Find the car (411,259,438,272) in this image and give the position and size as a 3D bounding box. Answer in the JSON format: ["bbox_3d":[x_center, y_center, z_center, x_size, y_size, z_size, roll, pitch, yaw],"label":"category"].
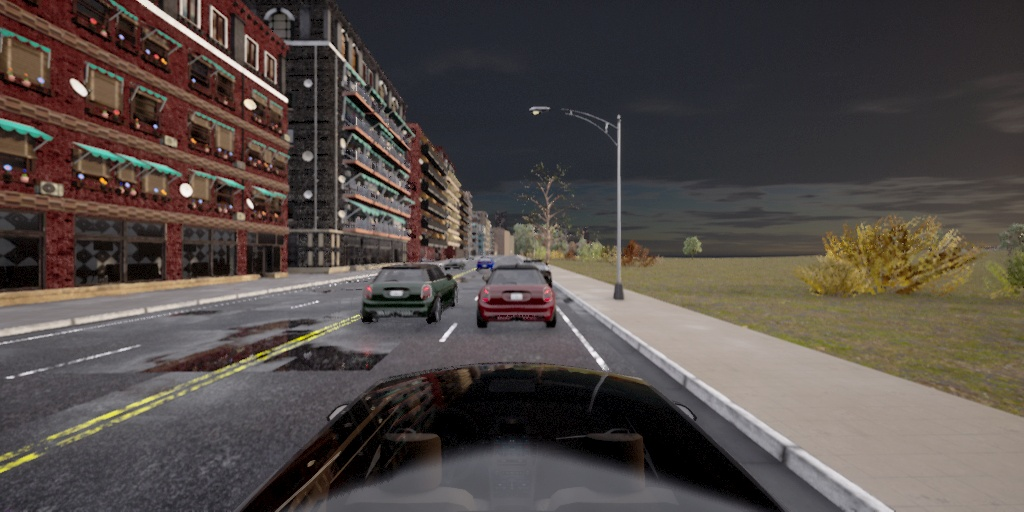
[{"bbox_3d":[-9.732,1.043,40.417,1.895,1.301,4.718,0,0,0],"label":"car"}]

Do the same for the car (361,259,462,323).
[{"bbox_3d":[-3.119,1.023,11.830,2.097,1.767,4.553,0,0,0],"label":"car"}]

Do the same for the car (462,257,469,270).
[{"bbox_3d":[-6.480,1.039,40.825,1.895,1.301,4.718,0,0,0],"label":"car"}]

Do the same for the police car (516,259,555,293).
[{"bbox_3d":[1.195,1.025,20.691,1.930,1.638,5.238,0,0,0],"label":"police car"}]

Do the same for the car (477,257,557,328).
[{"bbox_3d":[0.126,1.028,11.180,2.097,1.767,4.553,0,0,0],"label":"car"}]

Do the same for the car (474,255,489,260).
[{"bbox_3d":[-3.027,0.905,42.134,1.882,1.535,5.008,0,1,0],"label":"car"}]
